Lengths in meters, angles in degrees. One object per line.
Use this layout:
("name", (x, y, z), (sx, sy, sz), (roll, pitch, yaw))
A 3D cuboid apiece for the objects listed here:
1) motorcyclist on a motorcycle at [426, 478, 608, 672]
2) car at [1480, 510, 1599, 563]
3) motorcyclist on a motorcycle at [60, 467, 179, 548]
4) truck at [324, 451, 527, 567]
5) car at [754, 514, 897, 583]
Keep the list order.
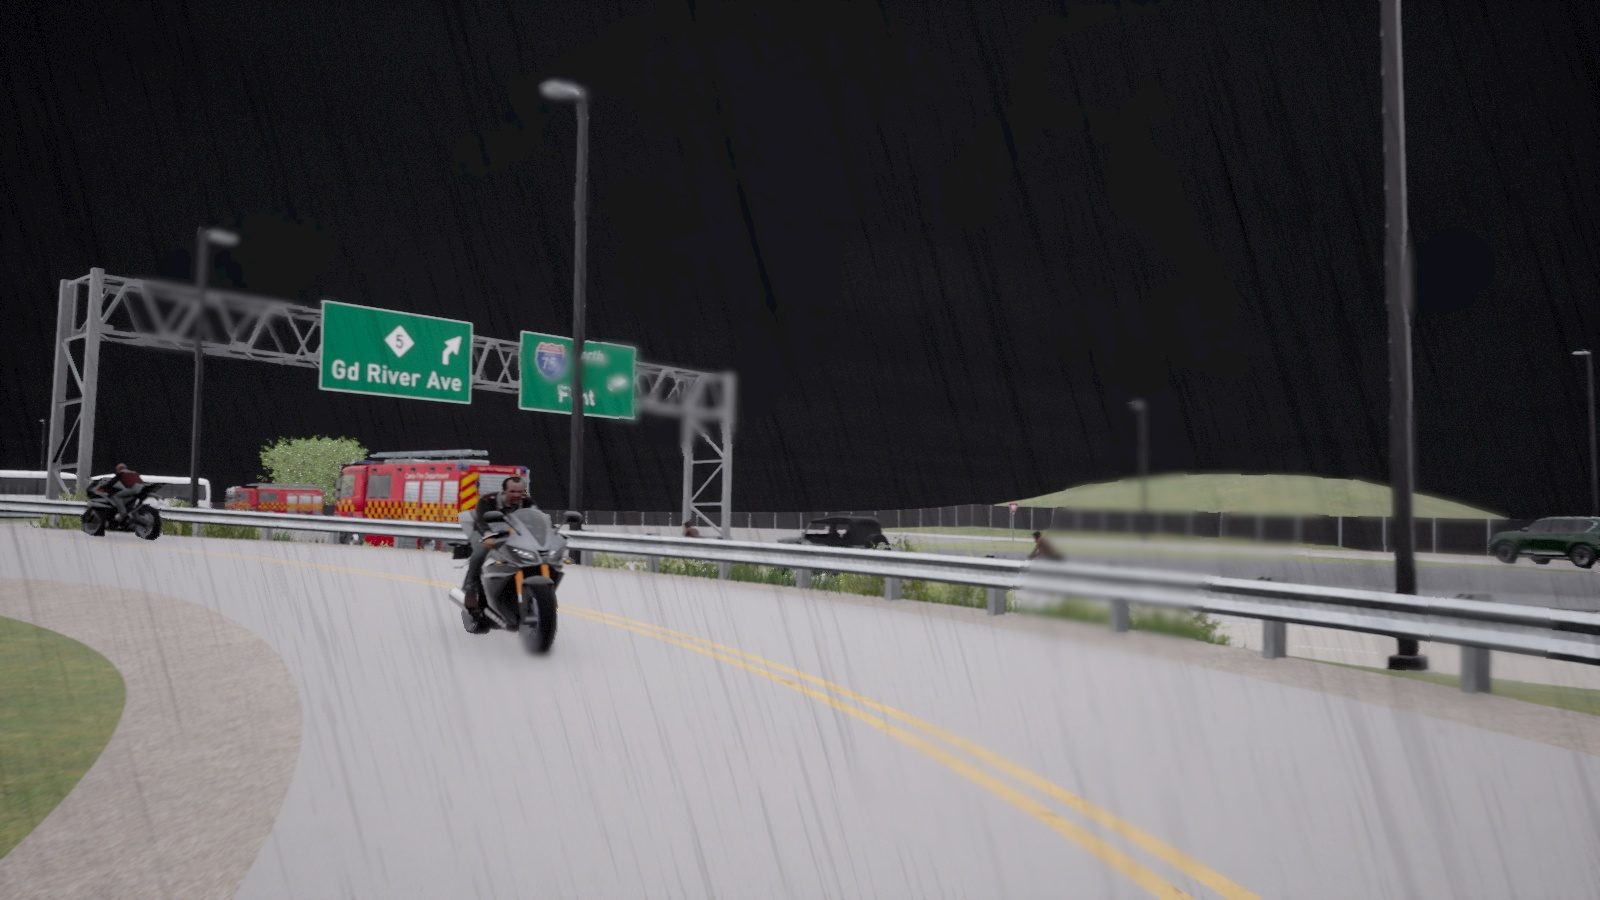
("motorcyclist on a motorcycle", (-2.572, 1.030, 11.196), (0.866, 1.530, 2.191), (2, -1, -32))
("car", (30.996, 3.474, 51.251), (2.150, 2.045, 5.566), (1, -3, -21))
("motorcyclist on a motorcycle", (-13.633, 1.148, 25.162), (2.191, 1.530, 0.866), (1, -3, 24))
("truck", (-13.591, 2.115, 45.132), (8.468, 3.827, 2.891), (-2, -4, 42))
("car", (0.718, 2.853, 36.995), (3.866, 1.878, 1.905), (-2, -4, 42))
